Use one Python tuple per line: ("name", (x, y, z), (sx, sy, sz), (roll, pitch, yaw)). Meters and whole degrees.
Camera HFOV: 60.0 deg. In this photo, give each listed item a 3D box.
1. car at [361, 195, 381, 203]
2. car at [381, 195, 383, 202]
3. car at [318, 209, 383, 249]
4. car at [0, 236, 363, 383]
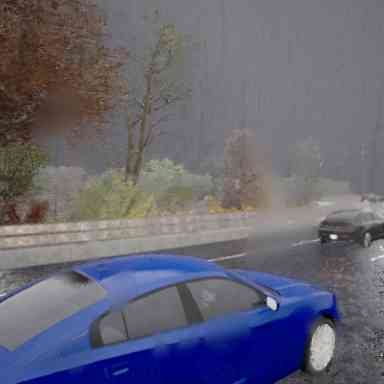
("car", (38.340, 1.522, 72.035), (1.837, 1.490, 4.892), (0, 0, 8))
("car", (41.772, 1.369, 71.341), (2.097, 1.767, 4.553), (0, 0, 8))
("car", (7.443, 1.550, 15.014), (4.892, 1.490, 1.837), (0, 0, -43))
("car", (-0.242, 1.494, 3.848), (5.008, 1.535, 1.882), (0, 0, -37))
